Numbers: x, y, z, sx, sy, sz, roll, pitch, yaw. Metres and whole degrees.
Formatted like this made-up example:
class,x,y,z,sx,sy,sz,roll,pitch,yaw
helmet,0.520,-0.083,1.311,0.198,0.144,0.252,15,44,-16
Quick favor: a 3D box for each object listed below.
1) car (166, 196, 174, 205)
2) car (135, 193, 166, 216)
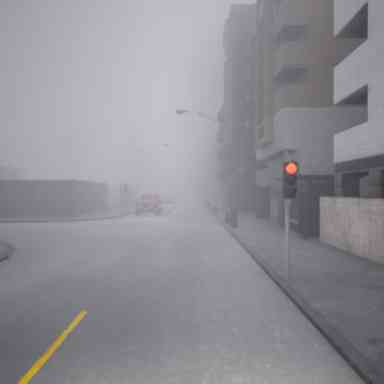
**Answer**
class,x,y,z,sx,sy,sz,roll,pitch,yaw
car,-4.057,1.445,55.929,2.033,1.411,5.357,0,0,0
car,-4.118,1.161,32.382,2.150,2.045,5.566,0,0,0
